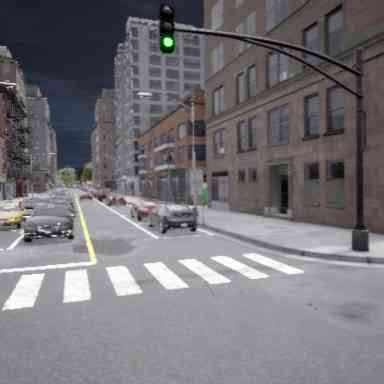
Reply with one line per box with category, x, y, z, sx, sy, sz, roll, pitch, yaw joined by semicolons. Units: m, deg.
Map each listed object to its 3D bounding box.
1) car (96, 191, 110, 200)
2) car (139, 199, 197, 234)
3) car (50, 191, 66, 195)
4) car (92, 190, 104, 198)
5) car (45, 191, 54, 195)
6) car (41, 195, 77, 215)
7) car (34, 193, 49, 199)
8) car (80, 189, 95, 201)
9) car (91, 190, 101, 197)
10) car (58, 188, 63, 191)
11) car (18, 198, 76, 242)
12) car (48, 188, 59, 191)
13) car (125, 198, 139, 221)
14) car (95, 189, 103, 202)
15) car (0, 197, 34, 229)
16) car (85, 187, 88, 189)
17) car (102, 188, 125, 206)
car;-14.491;0.558;54.051;1.947;1.339;4.313;-1;1;-20
car;-1.085;1.183;16.611;2.008;1.369;4.403;-1;1;-20
car;-13.204;0.973;34.218;2.033;1.411;5.357;-1;1;-20
car;-18.321;0.375;64.748;1.947;1.339;4.313;-1;1;-20
car;-18.214;0.909;40.648;2.008;1.369;4.403;-1;1;-20
car;-9.711;1.156;24.458;1.994;1.385;4.181;-1;1;-20
car;-14.384;1.107;29.952;1.947;1.339;4.313;-1;1;-20
car;-17.012;0.651;53.293;1.895;1.301;4.718;-1;1;-20
car;-20.294;0.240;70.255;1.752;1.417;4.829;-1;1;-20
car;-25.877;0.306;62.034;2.192;1.841;5.009;-1;1;-20
car;-6.372;1.255;15.132;1.837;1.490;4.892;-1;1;-20
car;-22.046;0.615;51.342;1.967;1.590;4.097;-1;1;-20
car;-3.000;1.124;21.960;1.802;1.307;4.206;-1;1;-20
car;-12.580;0.399;48.697;2.192;1.841;5.009;-1;1;-20
car;-10.497;1.252;19.095;1.752;1.417;4.829;-1;1;-20
car;-25.982;-0.021;86.142;1.887;1.381;4.507;-1;1;-20
car;-8.747;0.708;38.002;1.967;1.590;4.097;-1;1;-20
